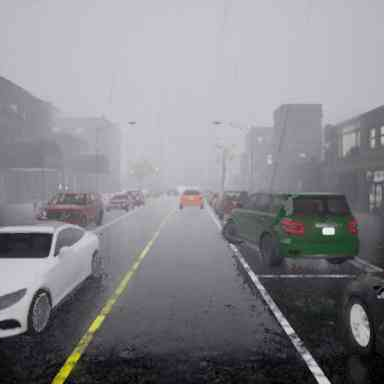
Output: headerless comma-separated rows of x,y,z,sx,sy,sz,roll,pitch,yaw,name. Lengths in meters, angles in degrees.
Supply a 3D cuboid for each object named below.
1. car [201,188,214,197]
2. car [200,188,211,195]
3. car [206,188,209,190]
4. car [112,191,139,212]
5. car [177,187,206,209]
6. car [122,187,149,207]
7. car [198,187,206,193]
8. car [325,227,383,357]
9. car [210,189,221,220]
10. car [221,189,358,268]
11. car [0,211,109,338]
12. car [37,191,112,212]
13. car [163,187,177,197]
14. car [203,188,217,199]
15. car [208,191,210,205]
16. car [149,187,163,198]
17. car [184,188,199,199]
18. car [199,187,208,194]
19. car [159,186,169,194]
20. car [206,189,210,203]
2.585,0.045,57.527,2.008,1.369,4.403,0,1,0,car
2.585,-0.134,65.070,1.947,1.339,4.313,0,1,0,car
2.564,0.544,38.075,1.887,1.381,4.507,1,1,0,car
-5.784,0.861,27.290,1.802,1.307,4.206,1,1,0,car
-0.033,0.543,30.668,2.097,1.767,4.553,0,1,0,car
-5.803,0.574,32.818,1.967,1.590,4.097,1,1,0,car
2.518,-0.617,83.066,1.887,1.381,4.507,0,1,0,car
3.136,1.422,2.962,1.837,1.490,4.892,0,2,0,car
2.620,0.739,21.782,2.192,1.841,5.009,1,1,0,car
2.784,0.942,10.525,2.150,2.045,5.566,0,2,-10,car
-3.122,1.351,6.441,1.812,1.442,4.674,0,2,0,car
-5.740,0.883,16.221,2.192,1.841,5.009,1,2,0,car
-3.231,0.012,56.501,2.128,1.511,4.902,0,1,0,car
2.575,0.232,49.308,1.752,1.417,4.829,0,1,0,car
2.597,0.846,27.320,1.947,1.339,4.313,1,1,0,car
-5.941,0.190,50.888,1.752,1.417,4.829,1,1,0,car
-0.096,0.170,50.410,2.128,1.511,4.902,0,2,0,car
2.552,-0.349,74.068,1.802,1.307,4.206,0,1,0,car
-6.083,-0.464,72.932,1.967,1.590,4.097,1,1,0,car
2.576,0.701,32.851,1.947,1.339,4.313,1,1,0,car
